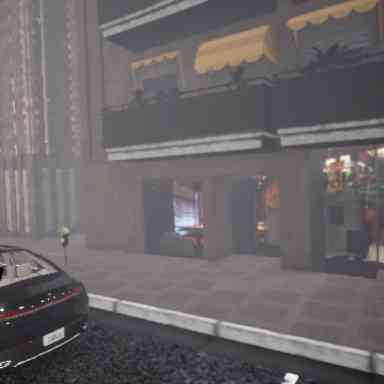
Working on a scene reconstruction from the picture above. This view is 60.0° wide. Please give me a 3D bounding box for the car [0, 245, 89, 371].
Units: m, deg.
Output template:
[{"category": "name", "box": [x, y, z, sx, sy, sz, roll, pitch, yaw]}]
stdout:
[{"category": "car", "box": [-3.506, 1.509, 5.068, 4.403, 1.369, 2.008, -1, 2, 31]}]
